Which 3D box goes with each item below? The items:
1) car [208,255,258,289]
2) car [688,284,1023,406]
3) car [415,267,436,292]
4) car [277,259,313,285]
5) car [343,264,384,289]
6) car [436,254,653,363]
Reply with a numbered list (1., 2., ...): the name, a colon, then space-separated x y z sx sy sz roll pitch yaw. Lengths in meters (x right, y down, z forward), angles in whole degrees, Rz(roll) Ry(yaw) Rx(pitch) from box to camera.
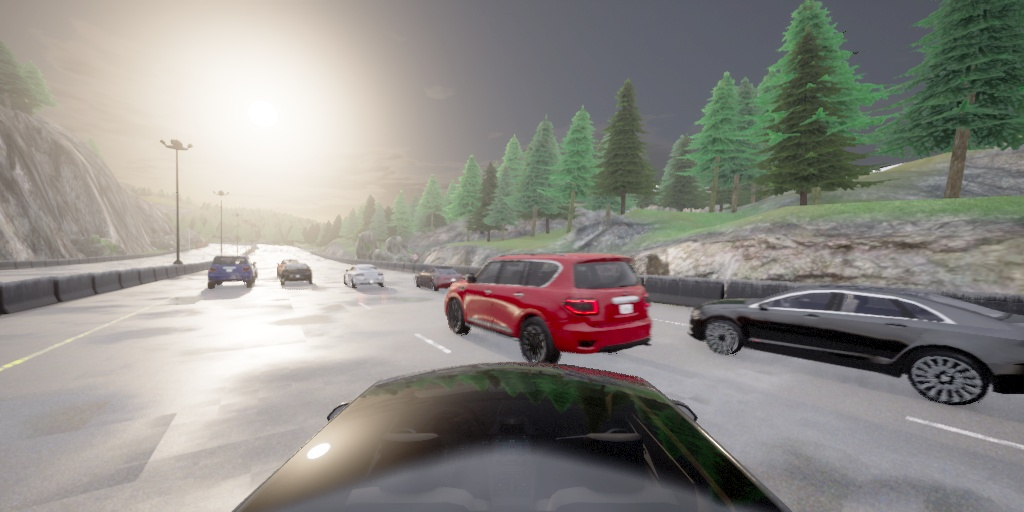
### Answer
1. car: -18.228 0.947 23.488 2.150 2.045 5.566 0 0 -33
2. car: 5.777 1.255 6.463 2.128 1.511 4.902 0 0 -34
3. car: -4.401 1.313 21.708 1.994 1.385 4.181 0 0 -34
4. car: -15.727 1.207 26.067 1.882 1.535 5.008 0 0 -33
5. car: -9.658 1.265 23.279 1.812 1.442 4.674 0 0 -34
6. car: 0.414 0.974 8.193 2.150 2.045 5.566 0 0 -34
